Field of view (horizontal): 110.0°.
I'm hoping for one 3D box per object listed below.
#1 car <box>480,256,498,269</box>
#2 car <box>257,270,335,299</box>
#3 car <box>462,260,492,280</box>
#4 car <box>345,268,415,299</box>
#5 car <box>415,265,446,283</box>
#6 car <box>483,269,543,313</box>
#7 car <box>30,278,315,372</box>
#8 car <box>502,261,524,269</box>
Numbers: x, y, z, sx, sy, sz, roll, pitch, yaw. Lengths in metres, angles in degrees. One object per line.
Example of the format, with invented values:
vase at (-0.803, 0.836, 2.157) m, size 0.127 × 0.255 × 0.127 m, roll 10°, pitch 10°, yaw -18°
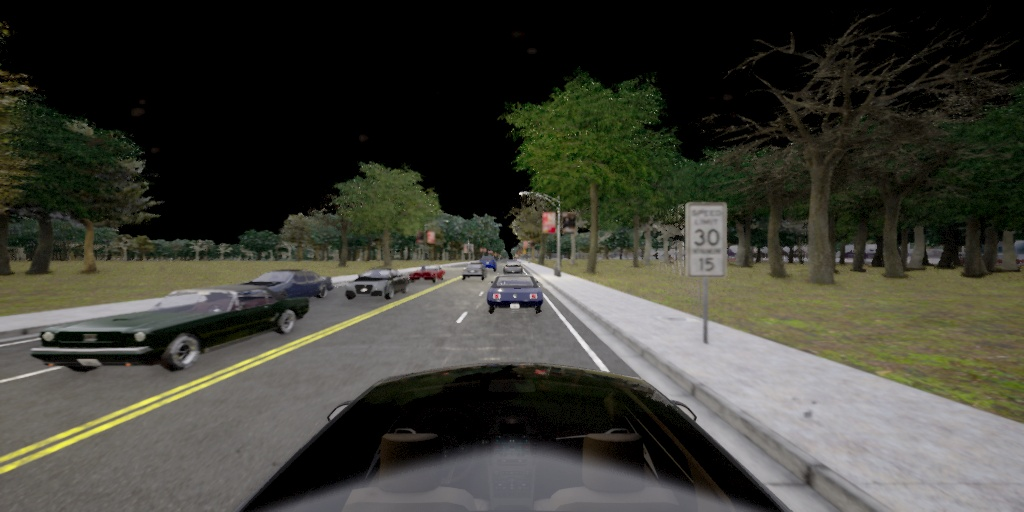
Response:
car at (-3.141, 1.002, 48.056) m, size 2.150 × 2.045 × 5.566 m, roll 0°, pitch 0°, yaw 0°
car at (-9.747, 1.301, 15.523) m, size 2.033 × 1.411 × 5.357 m, roll 0°, pitch 0°, yaw 0°
car at (-3.150, 1.311, 31.289) m, size 2.033 × 1.411 × 5.357 m, roll 0°, pitch 0°, yaw 1°
car at (-6.553, 1.319, 17.853) m, size 1.994 × 1.385 × 4.181 m, roll 0°, pitch 0°, yaw 0°
car at (-6.493, 1.363, 28.060) m, size 1.895 × 1.301 × 4.718 m, roll 0°, pitch 0°, yaw 0°
car at (0.102, 1.354, 13.986) m, size 1.895 × 1.301 × 4.718 m, roll 0°, pitch 0°, yaw 0°
car at (-6.585, 1.352, 7.796) m, size 1.895 × 1.301 × 4.718 m, roll 0°, pitch 0°, yaw 0°
car at (0.109, 1.259, 35.444) m, size 2.128 × 1.511 × 4.902 m, roll 0°, pitch 0°, yaw 0°
